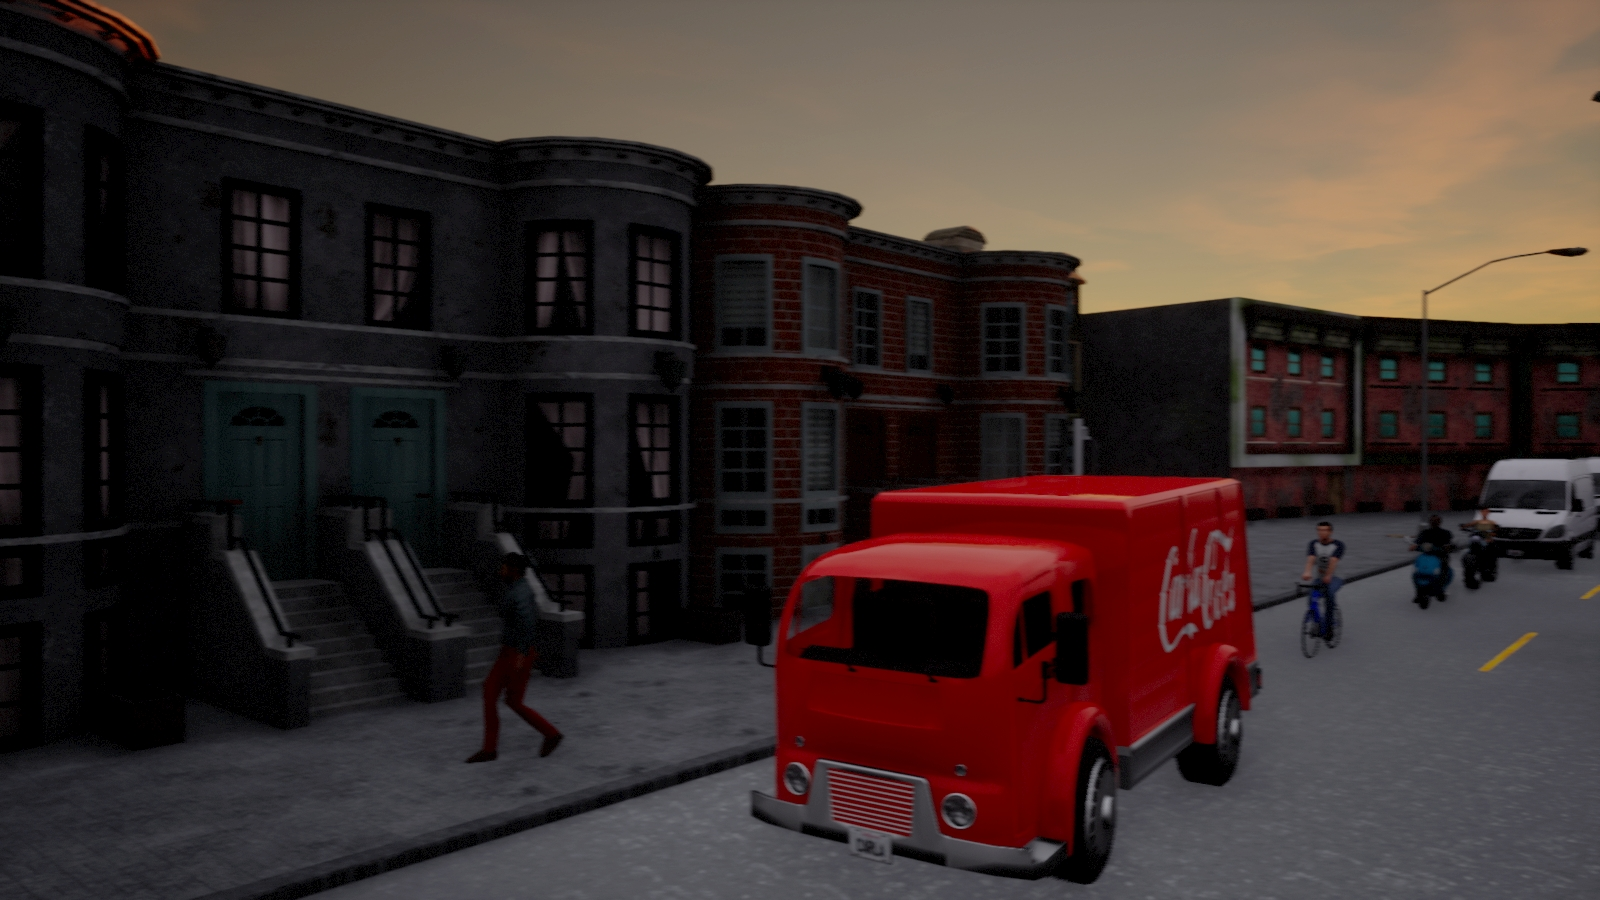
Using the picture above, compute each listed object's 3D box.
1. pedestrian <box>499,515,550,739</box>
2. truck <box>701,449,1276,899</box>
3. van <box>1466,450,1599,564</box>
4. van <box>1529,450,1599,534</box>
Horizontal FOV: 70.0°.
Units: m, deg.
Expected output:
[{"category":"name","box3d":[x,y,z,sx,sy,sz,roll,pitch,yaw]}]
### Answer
[{"category":"pedestrian","box3d":[-2.391,1.511,9.894,0.375,1.860,0.375,0,0,-23]},{"category":"truck","box3d":[1.892,1.311,9.220,2.627,2.467,5.204,0,2,34]},{"category":"van","box3d":[18.514,1.293,28.721,1.988,2.561,5.915,0,0,41]},{"category":"van","box3d":[26.443,1.290,37.251,5.915,2.561,1.988,0,0,-30]}]
